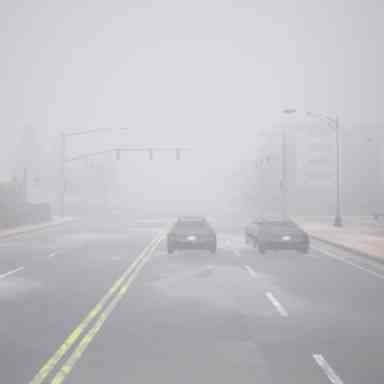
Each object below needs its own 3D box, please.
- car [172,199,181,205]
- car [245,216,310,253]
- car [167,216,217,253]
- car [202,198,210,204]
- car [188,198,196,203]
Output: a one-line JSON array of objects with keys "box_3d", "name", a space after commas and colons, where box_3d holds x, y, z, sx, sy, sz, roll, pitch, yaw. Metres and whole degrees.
[{"box_3d": [-3.544, 2.238, 76.624, 1.812, 1.442, 4.674, 0, -1, 0], "name": "car"}, {"box_3d": [3.497, 1.699, 14.330, 1.994, 1.385, 4.181, 0, 0, 0], "name": "car"}, {"box_3d": [-0.004, 1.699, 14.324, 1.994, 1.385, 4.181, 0, 0, 0], "name": "car"}, {"box_3d": [3.452, 2.145, 83.934, 2.128, 1.511, 4.902, 0, -1, 0], "name": "car"}, {"box_3d": [-0.048, 2.174, 83.917, 1.994, 1.385, 4.181, 0, -1, 0], "name": "car"}]
